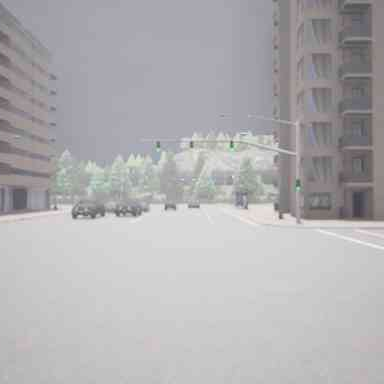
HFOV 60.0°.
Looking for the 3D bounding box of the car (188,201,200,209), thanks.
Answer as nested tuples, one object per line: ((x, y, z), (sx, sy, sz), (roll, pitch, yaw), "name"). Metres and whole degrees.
((0.365, 2.297, 59.725), (1.994, 1.385, 4.181), (0, -1, 5), "car")

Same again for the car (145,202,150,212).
((-7.062, 2.105, 47.162), (1.812, 1.442, 4.674), (0, -1, 0), "car")

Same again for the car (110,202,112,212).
((-10.571, 2.066, 44.027), (1.812, 1.442, 4.674), (0, -1, 0), "car")

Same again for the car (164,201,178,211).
((-3.384, 2.154, 52.893), (1.837, 1.490, 4.892), (0, -1, 0), "car")

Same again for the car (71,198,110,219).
((-10.582, 1.645, 34.427), (2.150, 2.045, 5.566), (0, -1, 0), "car")

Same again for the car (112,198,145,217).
((-7.080, 1.684, 37.638), (2.150, 2.045, 5.566), (0, -1, 0), "car")
